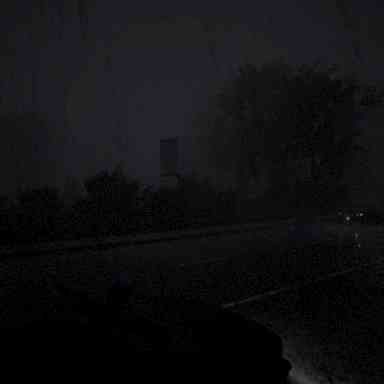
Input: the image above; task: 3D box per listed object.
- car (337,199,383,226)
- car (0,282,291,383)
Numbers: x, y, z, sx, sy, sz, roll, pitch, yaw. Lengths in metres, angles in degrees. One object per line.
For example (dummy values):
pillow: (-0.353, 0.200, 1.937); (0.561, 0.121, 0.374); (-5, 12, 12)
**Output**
car: (12.063, 1.498, 23.939); (2.128, 1.511, 4.902); (0, 0, 43)
car: (-1.560, 1.552, 2.678); (5.357, 1.411, 2.033); (0, 0, -36)
